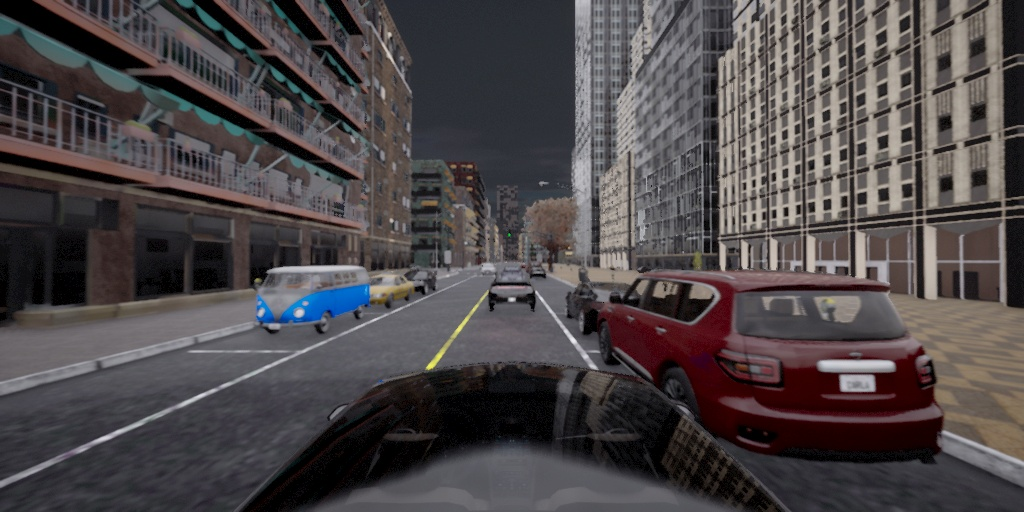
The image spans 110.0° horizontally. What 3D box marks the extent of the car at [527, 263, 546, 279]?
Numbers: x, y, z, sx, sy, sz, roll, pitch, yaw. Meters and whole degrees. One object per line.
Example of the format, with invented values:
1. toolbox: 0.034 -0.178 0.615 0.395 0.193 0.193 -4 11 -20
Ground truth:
1. car: 2.671 1.708 38.307 1.948 1.339 4.313 0 0 0

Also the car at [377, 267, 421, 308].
1. car: -5.697 1.426 16.043 1.751 1.417 4.829 0 0 0

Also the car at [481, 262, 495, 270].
1. car: -3.049 1.764 47.014 1.812 1.442 4.674 0 -1 0

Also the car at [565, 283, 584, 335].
1. car: 2.687 1.409 10.694 1.948 1.339 4.313 0 0 0

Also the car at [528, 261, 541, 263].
1. car: 2.668 1.519 43.829 2.192 1.841 5.009 0 0 0

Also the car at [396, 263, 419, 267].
1. car: -16.466 1.688 56.792 4.403 1.370 2.007 0 0 -1

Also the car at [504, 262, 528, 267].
1. car: 0.007 1.547 30.360 2.128 1.511 4.902 0 0 0

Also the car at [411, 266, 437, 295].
1. car: -5.701 1.525 21.735 1.948 1.339 4.313 0 0 0

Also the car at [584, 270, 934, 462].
1. car: 2.690 1.100 5.172 2.192 1.841 5.009 0 0 0

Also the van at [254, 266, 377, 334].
1. van: -5.694 1.183 10.690 1.690 1.789 3.998 0 0 0

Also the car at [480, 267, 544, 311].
1. car: 0.016 1.385 15.359 2.128 1.511 4.902 0 0 1
